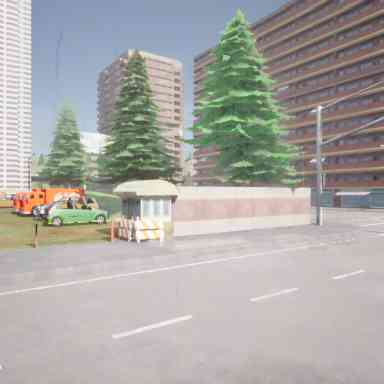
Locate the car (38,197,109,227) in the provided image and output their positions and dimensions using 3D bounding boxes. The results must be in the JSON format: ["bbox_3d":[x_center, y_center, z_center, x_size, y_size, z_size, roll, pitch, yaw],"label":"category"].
[{"bbox_3d":[-7.437,1.341,21.496,3.988,1.617,1.851,0,0,-35],"label":"car"}]

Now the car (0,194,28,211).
[{"bbox_3d":[-24.520,1.394,44.116,4.193,1.474,1.816,0,0,-35],"label":"car"}]

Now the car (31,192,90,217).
[{"bbox_3d":[-9.461,1.172,25.546,4.605,1.855,1.932,0,0,-35],"label":"car"}]

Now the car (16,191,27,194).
[{"bbox_3d":[-25.799,1.204,46.638,3.866,1.878,1.905,0,0,-35],"label":"car"}]
